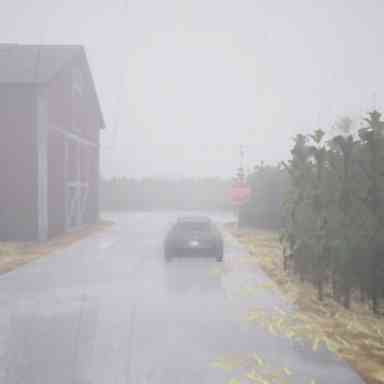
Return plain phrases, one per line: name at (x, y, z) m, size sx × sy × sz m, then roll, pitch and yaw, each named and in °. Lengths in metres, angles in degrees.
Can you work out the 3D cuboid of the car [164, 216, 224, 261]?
car at (0.061, 1.566, 12.325) m, size 1.994 × 1.385 × 4.181 m, roll 0°, pitch 0°, yaw 0°
